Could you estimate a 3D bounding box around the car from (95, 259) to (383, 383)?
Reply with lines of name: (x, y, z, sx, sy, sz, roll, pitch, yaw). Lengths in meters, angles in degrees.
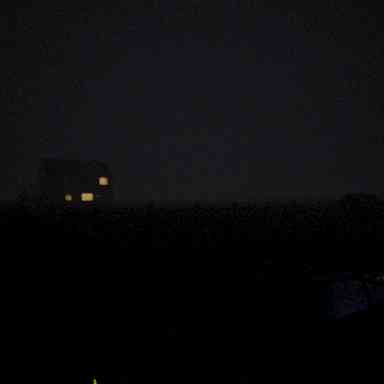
car: (1.075, 1.563, 3.840, 4.181, 1.385, 1.994, 0, 0, -36)
